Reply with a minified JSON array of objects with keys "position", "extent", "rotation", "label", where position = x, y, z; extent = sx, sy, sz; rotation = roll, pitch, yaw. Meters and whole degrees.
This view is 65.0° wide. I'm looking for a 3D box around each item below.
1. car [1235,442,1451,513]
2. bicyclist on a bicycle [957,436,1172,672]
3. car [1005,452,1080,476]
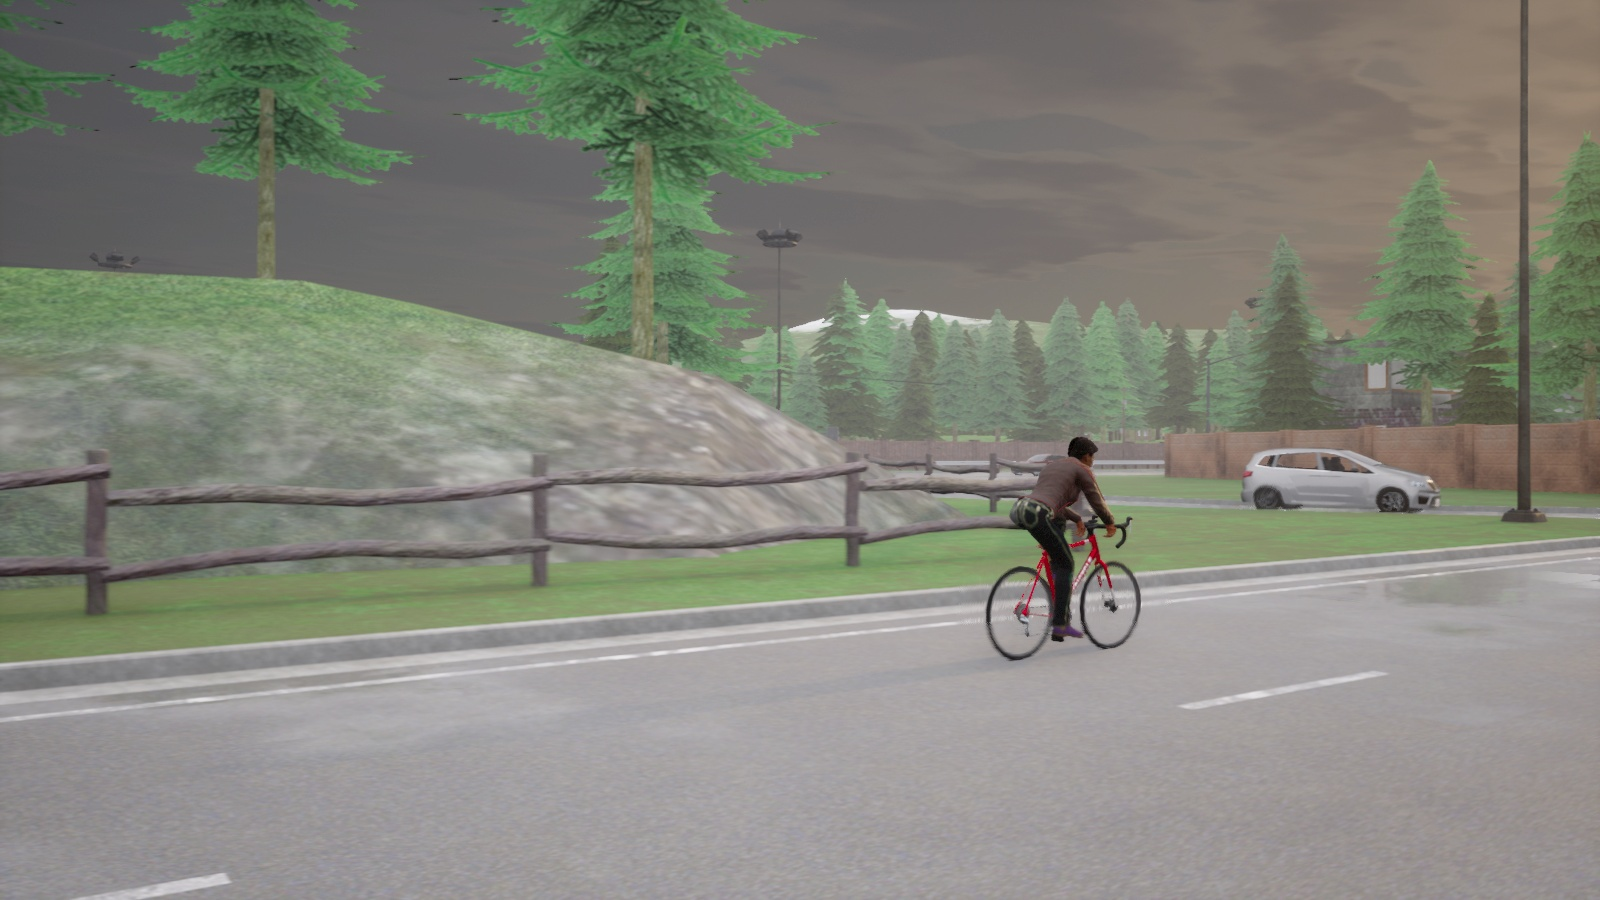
[{"position":[13.676,0.638,31.726],"extent":[4.611,1.667,2.242],"rotation":[0,0,37],"label":"car"},{"position":[1.984,0.716,9.321],"extent":[1.656,1.620,0.582],"rotation":[0,0,-35],"label":"bicyclist on a bicycle"},{"position":[16.034,0.892,82.898],"extent":[5.008,1.535,1.882],"rotation":[0,0,-35],"label":"car"}]
